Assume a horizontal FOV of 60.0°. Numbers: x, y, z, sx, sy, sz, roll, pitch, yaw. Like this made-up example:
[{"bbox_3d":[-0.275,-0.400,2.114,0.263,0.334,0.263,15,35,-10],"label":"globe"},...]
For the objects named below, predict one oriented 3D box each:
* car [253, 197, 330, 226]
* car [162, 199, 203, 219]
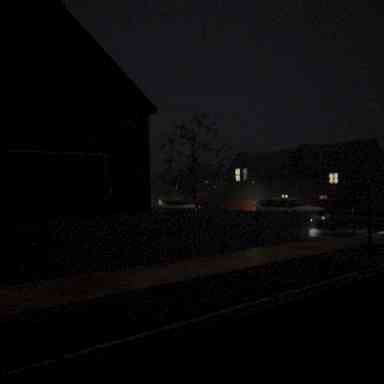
[{"bbox_3d":[6.839,1.389,23.652,2.150,2.045,5.566,-2,0,-36],"label":"car"},{"bbox_3d":[-1.127,1.714,34.754,2.150,2.045,5.566,-2,-1,-36],"label":"car"}]
